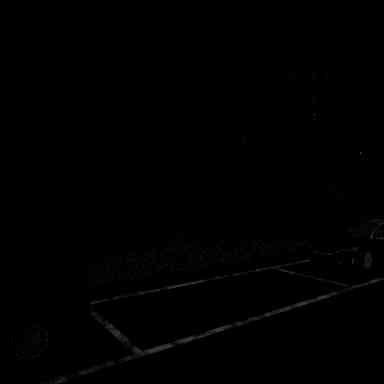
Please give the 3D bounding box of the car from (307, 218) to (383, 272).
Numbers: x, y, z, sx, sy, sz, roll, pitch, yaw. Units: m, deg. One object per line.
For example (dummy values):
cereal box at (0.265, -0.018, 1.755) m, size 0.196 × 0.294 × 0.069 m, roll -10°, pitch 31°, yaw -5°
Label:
car at (5.506, 1.549, 10.693) m, size 4.403 × 1.369 × 2.008 m, roll 0°, pitch 0°, yaw -36°

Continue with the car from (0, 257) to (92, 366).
car at (-3.606, 1.542, 4.194) m, size 4.507 × 1.381 × 1.887 m, roll 0°, pitch 0°, yaw -35°
